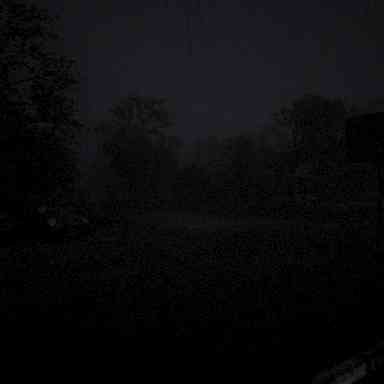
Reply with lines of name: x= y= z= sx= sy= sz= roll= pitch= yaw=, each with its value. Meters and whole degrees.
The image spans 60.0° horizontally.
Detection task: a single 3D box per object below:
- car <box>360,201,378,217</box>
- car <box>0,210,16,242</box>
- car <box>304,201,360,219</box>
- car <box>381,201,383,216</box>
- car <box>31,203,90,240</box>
car: x=15.588 y=1.665 z=33.474 sx=2.231 sy=1.521 sz=4.892 roll=0 pitch=0 yaw=-35
car: x=-9.556 y=1.564 z=15.718 sx=2.002 sy=1.452 sz=4.674 roll=0 pitch=0 yaw=-36
car: x=12.908 y=1.689 z=31.589 sx=2.002 sy=1.452 sz=4.674 roll=0 pitch=0 yaw=-35
car: x=18.258 y=1.679 z=35.368 sx=2.097 sy=1.535 sz=5.008 roll=0 pitch=0 yaw=-35
car: x=-7.006 y=1.411 z=17.604 sx=2.185 sy=1.767 sz=4.553 roll=0 pitch=0 yaw=-35
